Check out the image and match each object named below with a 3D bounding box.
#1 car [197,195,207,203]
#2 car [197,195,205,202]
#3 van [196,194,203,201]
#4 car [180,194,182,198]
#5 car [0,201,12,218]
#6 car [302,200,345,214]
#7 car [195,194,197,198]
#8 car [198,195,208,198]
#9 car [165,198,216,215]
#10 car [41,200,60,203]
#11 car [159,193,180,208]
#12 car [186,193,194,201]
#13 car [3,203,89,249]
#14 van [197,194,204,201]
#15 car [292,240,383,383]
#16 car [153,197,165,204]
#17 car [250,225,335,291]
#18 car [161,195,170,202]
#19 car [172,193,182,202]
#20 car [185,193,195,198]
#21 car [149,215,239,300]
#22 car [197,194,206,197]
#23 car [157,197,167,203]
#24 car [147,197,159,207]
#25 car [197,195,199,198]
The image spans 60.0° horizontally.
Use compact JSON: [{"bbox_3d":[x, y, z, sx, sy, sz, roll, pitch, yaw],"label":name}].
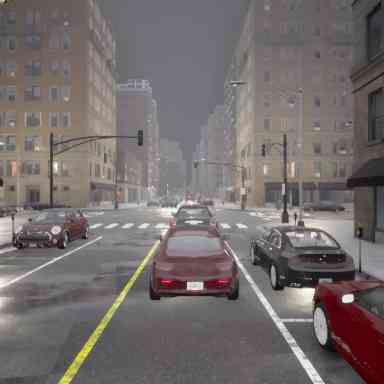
[{"bbox_3d":[2.203,1.541,74.759,1.967,1.590,4.097,0,0,-1],"label":"car"},{"bbox_3d":[2.141,1.560,80.265,1.967,1.590,4.097,0,0,-1],"label":"car"},{"bbox_3d":[2.018,1.504,91.279,1.690,1.788,3.998,0,0,-1],"label":"van"},{"bbox_3d":[-3.408,1.604,67.325,1.812,1.442,4.674,0,0,0],"label":"car"},{"bbox_3d":[-17.339,1.253,27.016,4.553,1.767,2.097,0,0,0],"label":"car"},{"bbox_3d":[14.647,1.648,37.215,4.674,1.442,1.812,0,0,1],"label":"car"},{"bbox_3d":[2.265,1.399,69.252,2.192,1.841,5.009,0,0,-1],"label":"car"},{"bbox_3d":[2.449,1.590,52.731,1.887,1.381,4.507,0,0,-1],"label":"car"},{"bbox_3d":[0.071,1.358,15.647,2.097,1.767,4.553,0,0,0],"label":"car"},{"bbox_3d":[-16.149,1.589,36.973,4.718,1.301,1.895,0,0,0],"label":"car"},{"bbox_3d":[-3.254,1.390,48.523,2.097,1.767,4.553,0,0,-1],"label":"car"},{"bbox_3d":[-0.642,1.384,90.177,2.150,2.045,5.566,0,0,-1],"label":"car"},{"bbox_3d":[-5.874,1.445,14.278,1.967,1.590,4.097,0,0,0],"label":"car"},{"bbox_3d":[2.080,1.482,85.773,1.690,1.788,3.998,0,0,-1],"label":"van"},{"bbox_3d":[2.670,1.545,3.313,1.887,1.381,4.507,0,0,0],"label":"car"},{"bbox_3d":[-6.199,1.613,63.655,1.887,1.381,4.507,0,0,-1],"label":"car"},{"bbox_3d":[2.660,1.553,8.805,2.008,1.369,4.403,0,0,0],"label":"car"},{"bbox_3d":[-6.384,1.559,80.178,1.967,1.590,4.097,0,0,-1],"label":"car"},{"bbox_3d":[-3.504,1.336,77.855,2.150,2.045,5.566,0,0,-1],"label":"car"},{"bbox_3d":[-0.521,1.342,79.459,2.150,2.045,5.566,0,0,-1],"label":"car"},{"bbox_3d":[0.022,1.528,8.302,1.812,1.442,4.674,0,0,-1],"label":"car"},{"bbox_3d":[2.324,1.595,63.915,1.752,1.417,4.829,0,0,-1],"label":"car"},{"bbox_3d":[-6.261,1.666,69.162,1.802,1.307,4.206,0,0,-1],"label":"car"},{"bbox_3d":[-6.075,1.596,52.639,2.008,1.369,4.403,0,0,-1],"label":"car"},{"bbox_3d":[2.388,1.622,58.238,1.947,1.339,4.313,0,0,-1],"label":"car"}]
